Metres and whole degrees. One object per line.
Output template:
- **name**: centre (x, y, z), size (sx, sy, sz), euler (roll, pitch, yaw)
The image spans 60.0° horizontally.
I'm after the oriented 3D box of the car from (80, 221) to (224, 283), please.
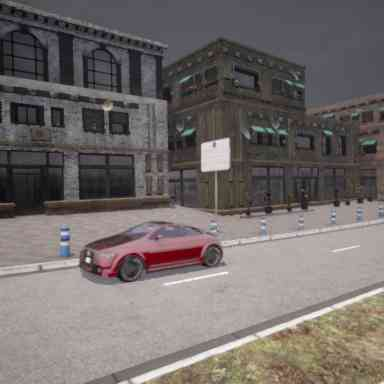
- **car**: centre (-1.071, 1.572, 9.767), size (4.181, 1.385, 1.994), euler (0, 0, -36)
